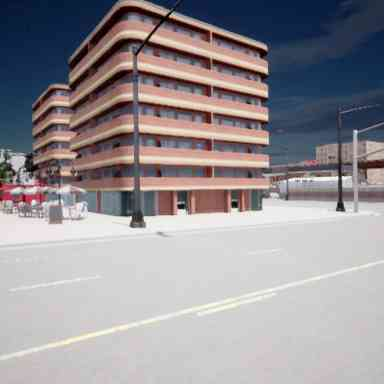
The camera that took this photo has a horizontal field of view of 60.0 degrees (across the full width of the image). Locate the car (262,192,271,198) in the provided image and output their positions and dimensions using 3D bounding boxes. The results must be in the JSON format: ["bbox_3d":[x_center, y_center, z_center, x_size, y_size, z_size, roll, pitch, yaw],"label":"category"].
[{"bbox_3d":[18.469,0.790,85.983,3.806,1.475,1.970,-1,1,-35],"label":"car"}]
